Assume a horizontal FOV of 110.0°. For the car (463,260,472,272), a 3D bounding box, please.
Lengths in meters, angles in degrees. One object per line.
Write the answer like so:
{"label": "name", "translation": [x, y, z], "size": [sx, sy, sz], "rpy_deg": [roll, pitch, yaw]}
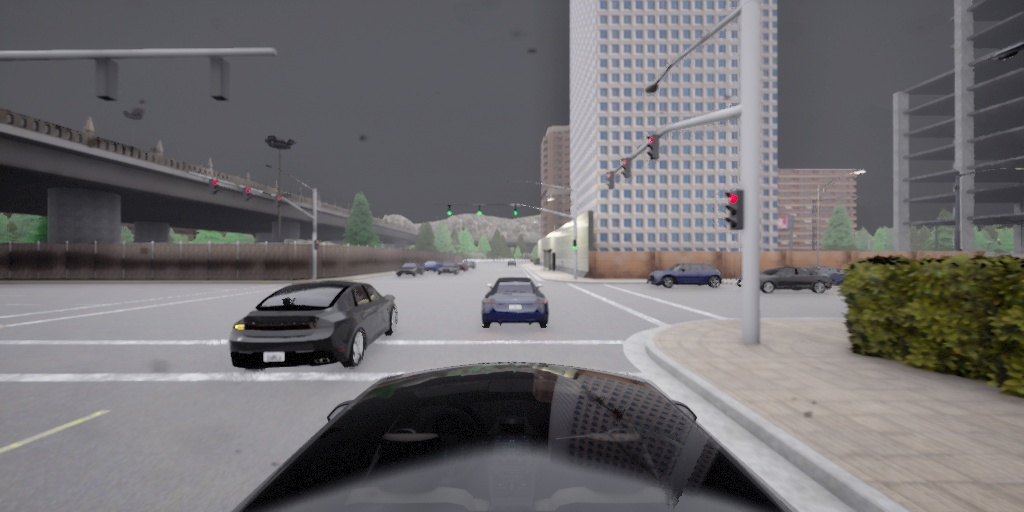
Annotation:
{"label": "car", "translation": [-7.116, 1.484, 49.485], "size": [1.895, 1.301, 4.718], "rpy_deg": [0, 0, 0]}

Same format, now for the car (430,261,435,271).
{"label": "car", "translation": [-10.619, 1.355, 47.427], "size": [1.882, 1.535, 5.008], "rpy_deg": [0, 0, 0]}

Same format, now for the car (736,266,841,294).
{"label": "car", "translation": [15.794, 1.365, 20.923], "size": [4.892, 1.490, 1.837], "rpy_deg": [0, 0, 0]}

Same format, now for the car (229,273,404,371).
{"label": "car", "translation": [-3.832, 1.285, 7.800], "size": [1.837, 1.490, 4.892], "rpy_deg": [0, 0, -6]}

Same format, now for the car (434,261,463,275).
{"label": "car", "translation": [-7.112, 1.423, 40.731], "size": [1.994, 1.385, 4.181], "rpy_deg": [0, 0, 0]}

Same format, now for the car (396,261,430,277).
{"label": "car", "translation": [-10.618, 1.398, 37.976], "size": [2.033, 1.411, 5.357], "rpy_deg": [0, 0, 0]}

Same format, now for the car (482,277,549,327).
{"label": "car", "translation": [0.091, 1.380, 11.887], "size": [1.994, 1.385, 4.181], "rpy_deg": [0, 0, 0]}

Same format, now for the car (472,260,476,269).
{"label": "car", "translation": [-7.064, 1.403, 59.697], "size": [2.128, 1.511, 4.902], "rpy_deg": [0, 0, 0]}

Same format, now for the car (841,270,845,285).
{"label": "car", "translation": [20.619, 1.396, 24.425], "size": [4.674, 1.442, 1.812], "rpy_deg": [0, 0, 0]}

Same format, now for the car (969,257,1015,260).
{"label": "car", "translation": [31.361, 1.092, 24.429], "size": [5.566, 2.045, 2.150], "rpy_deg": [0, 0, 0]}

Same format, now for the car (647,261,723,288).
{"label": "car", "translation": [11.627, 1.222, 24.413], "size": [4.553, 1.767, 2.097], "rpy_deg": [0, 0, 0]}
